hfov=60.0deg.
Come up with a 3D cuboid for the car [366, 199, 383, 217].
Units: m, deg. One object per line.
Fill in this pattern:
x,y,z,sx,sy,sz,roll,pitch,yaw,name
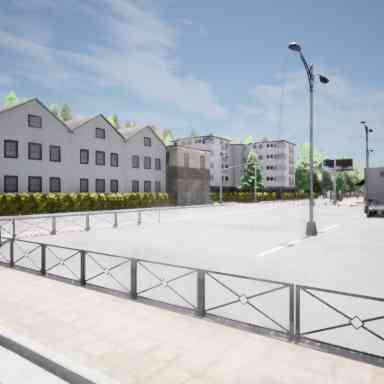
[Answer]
15.381,1.298,26.840,2.007,1.523,4.514,0,0,35,car
